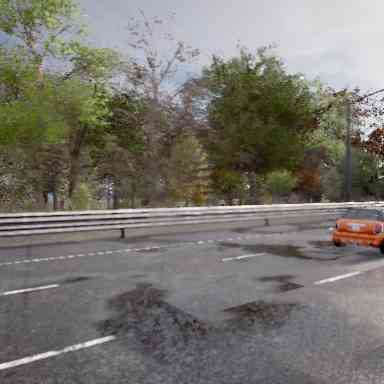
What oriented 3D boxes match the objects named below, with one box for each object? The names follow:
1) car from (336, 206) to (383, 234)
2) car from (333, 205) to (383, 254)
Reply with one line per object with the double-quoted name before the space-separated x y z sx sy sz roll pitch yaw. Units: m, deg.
"car" 10.739 1.594 19.954 4.181 1.385 1.994 0 0 -35
"car" 7.822 1.372 13.599 4.553 1.767 2.097 0 0 -35
